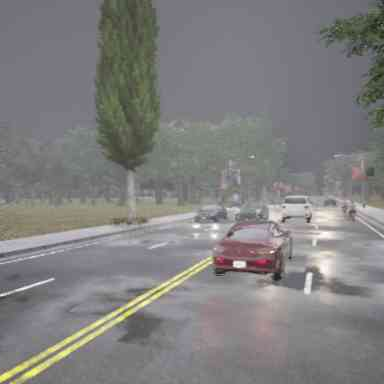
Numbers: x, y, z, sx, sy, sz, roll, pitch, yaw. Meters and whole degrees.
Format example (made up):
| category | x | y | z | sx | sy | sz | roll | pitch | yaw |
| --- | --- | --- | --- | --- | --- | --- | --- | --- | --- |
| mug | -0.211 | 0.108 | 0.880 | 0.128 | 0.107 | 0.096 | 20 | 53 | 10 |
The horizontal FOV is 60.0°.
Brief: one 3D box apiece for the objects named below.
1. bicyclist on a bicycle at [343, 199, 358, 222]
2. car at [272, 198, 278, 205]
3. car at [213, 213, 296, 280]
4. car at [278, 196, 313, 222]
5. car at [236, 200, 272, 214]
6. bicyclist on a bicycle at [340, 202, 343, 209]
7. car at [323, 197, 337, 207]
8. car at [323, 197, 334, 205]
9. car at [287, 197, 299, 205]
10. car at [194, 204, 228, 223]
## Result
| category | x | y | z | sx | sy | sz | roll | pitch | yaw |
| --- | --- | --- | --- | --- | --- | --- | --- | --- | --- |
| bicyclist on a bicycle | 12.305 | 1.497 | 25.501 | 0.866 | 1.612 | 1.509 | -1 | -1 | 21 |
| car | 16.458 | 1.910 | 65.568 | 1.994 | 1.385 | 4.181 | -1 | -1 | 22 |
| car | 1.984 | 1.588 | 10.189 | 1.812 | 1.442 | 4.674 | -1 | -1 | 21 |
| car | 8.747 | 1.345 | 27.569 | 2.150 | 2.045 | 5.566 | -1 | -1 | 21 |
| car | 5.044 | 1.523 | 27.565 | 2.097 | 1.767 | 4.553 | -1 | -1 | 21 |
| bicyclist on a bicycle | 15.715 | 1.528 | 34.260 | 0.866 | 1.612 | 1.509 | -1 | -1 | 21 |
| car | 23.543 | 1.690 | 56.599 | 1.837 | 1.490 | 4.892 | -1 | 0 | 21 |
| car | 28.024 | 1.756 | 68.380 | 2.128 | 1.511 | 4.902 | -1 | -1 | 21 |
| car | 19.785 | 1.831 | 65.145 | 1.812 | 1.442 | 4.674 | -1 | 0 | 21 |
| car | 1.721 | 1.742 | 27.979 | 1.812 | 1.442 | 4.674 | -1 | -1 | 21 |
